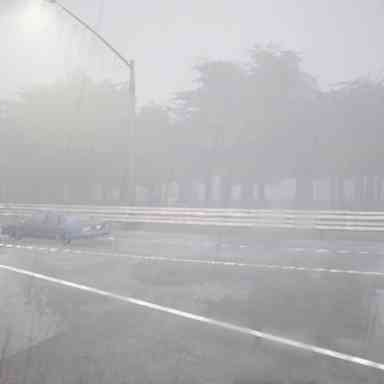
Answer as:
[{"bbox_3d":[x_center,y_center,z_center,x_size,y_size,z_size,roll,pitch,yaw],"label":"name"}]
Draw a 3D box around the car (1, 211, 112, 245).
[{"bbox_3d":[-6.322,1.571,15.424,5.357,1.411,2.033,0,0,24],"label":"car"}]
